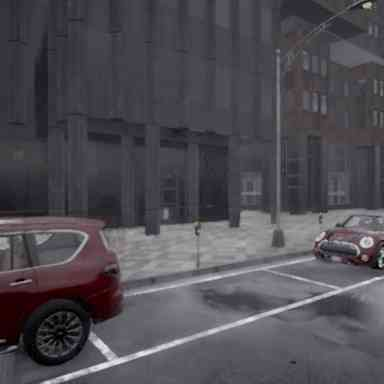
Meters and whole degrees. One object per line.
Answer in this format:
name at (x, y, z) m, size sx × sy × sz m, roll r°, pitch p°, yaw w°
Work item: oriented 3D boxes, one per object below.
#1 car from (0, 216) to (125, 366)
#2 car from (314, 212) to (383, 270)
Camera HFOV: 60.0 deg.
car at (-3.341, 1.317, 4.263) m, size 5.009 × 1.841 × 2.192 m, roll 0°, pitch 0°, yaw -35°
car at (5.794, 1.397, 10.778) m, size 4.097 × 1.590 × 1.967 m, roll 0°, pitch 0°, yaw -35°
